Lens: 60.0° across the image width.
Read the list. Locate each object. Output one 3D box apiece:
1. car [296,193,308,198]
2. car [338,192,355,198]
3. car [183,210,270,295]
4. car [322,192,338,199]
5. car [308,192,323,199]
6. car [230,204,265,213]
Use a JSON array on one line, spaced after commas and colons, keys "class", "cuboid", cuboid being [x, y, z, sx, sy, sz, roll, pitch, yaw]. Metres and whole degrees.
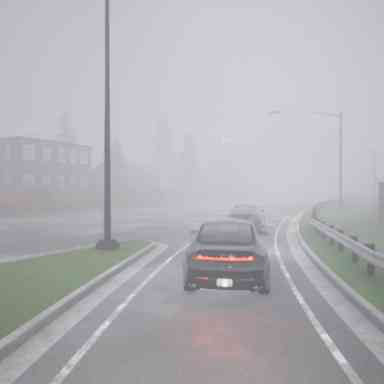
[{"class": "car", "cuboid": [28.441, 0.876, 85.899, 1.882, 1.535, 5.008, 0, 0, 33]}, {"class": "car", "cuboid": [37.445, 0.790, 80.483, 2.097, 1.767, 4.553, 0, 0, 33]}, {"class": "car", "cuboid": [0.937, 1.444, 8.658, 1.837, 1.490, 4.892, 0, 0, 8]}, {"class": "car", "cuboid": [34.303, 0.902, 82.073, 1.882, 1.535, 5.008, 0, 0, 33]}, {"class": "car", "cuboid": [31.583, 0.765, 84.309, 2.097, 1.767, 4.553, 0, 0, 33]}, {"class": "car", "cuboid": [3.029, 1.395, 18.573, 1.812, 1.442, 4.674, 0, 1, 16]}]
